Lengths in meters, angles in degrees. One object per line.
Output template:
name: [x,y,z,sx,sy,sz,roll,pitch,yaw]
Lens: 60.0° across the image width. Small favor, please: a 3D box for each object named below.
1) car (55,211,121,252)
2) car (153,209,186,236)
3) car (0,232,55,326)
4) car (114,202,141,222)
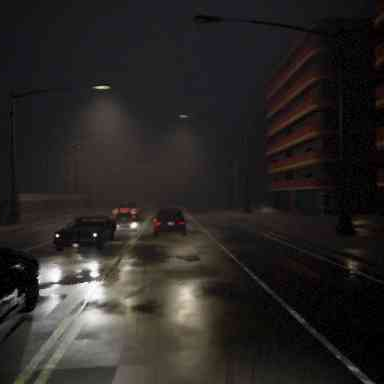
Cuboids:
car: [-4.673,1.784,15.104,1.895,1.301,4.718,-1,0,-4]
car: [-1.323,1.731,19.871,2.033,1.411,5.357,-1,0,-4]
car: [-3.871,1.616,5.119,1.812,1.442,4.674,-1,0,-5]
car: [-5.792,1.671,29.788,2.097,1.767,4.553,-1,0,-4]
